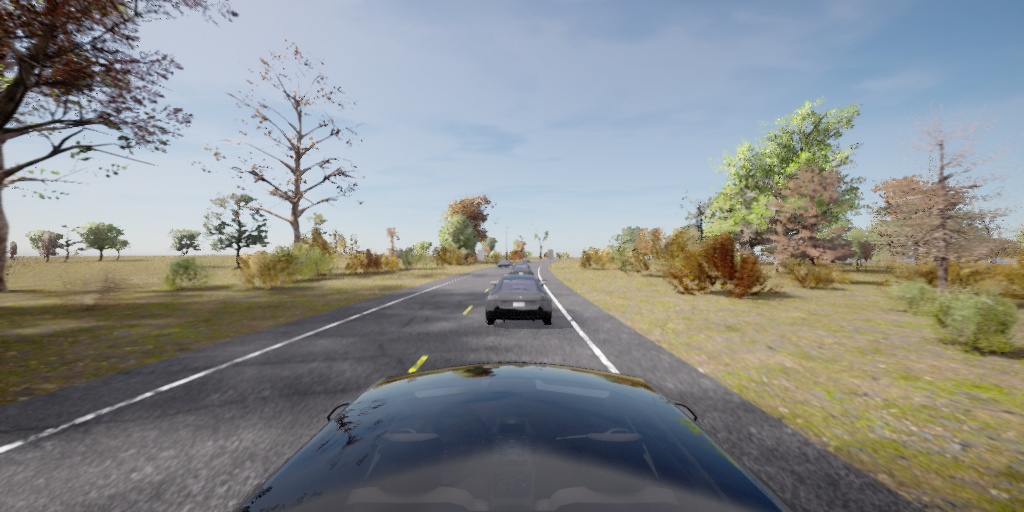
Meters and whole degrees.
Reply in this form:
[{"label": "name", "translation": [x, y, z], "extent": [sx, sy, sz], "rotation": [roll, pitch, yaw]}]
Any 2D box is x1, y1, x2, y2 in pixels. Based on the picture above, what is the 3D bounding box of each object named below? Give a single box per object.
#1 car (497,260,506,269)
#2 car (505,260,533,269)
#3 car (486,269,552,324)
[{"label": "car", "translation": [-1.124, 1.273, 56.002], "extent": [2.033, 1.411, 5.357], "rotation": [0, 0, 6]}, {"label": "car", "translation": [0.784, 1.306, 29.500], "extent": [1.994, 1.385, 4.181], "rotation": [0, 0, 3]}, {"label": "car", "translation": [0.222, 1.314, 11.964], "extent": [1.994, 1.385, 4.181], "rotation": [0, 0, 1]}]
